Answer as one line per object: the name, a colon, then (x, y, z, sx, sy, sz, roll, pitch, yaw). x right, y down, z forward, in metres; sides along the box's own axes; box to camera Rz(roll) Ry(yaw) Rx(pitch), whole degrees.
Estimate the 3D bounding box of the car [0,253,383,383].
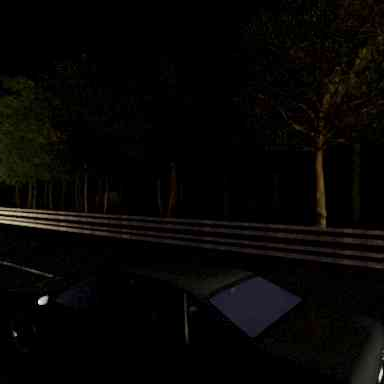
car: (-0.465, 1.549, 4.241, 5.357, 1.411, 2.033, 0, 0, 37)
